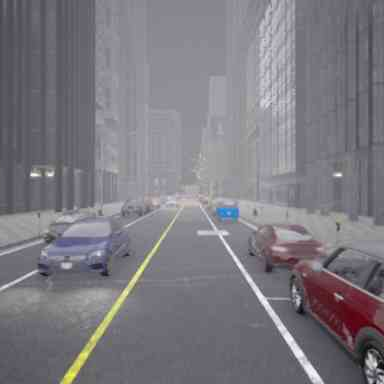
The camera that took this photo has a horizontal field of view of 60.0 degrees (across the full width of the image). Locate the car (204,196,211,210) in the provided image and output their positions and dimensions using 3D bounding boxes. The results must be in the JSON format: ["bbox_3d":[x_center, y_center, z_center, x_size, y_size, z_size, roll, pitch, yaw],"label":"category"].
[{"bbox_3d":[2.858,1.683,44.662,1.752,1.417,4.829,0,0,1],"label":"car"}]

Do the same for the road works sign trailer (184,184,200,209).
[{"bbox_3d":[-0.010,0.633,49.322,2.380,3.560,2.880,0,0,0],"label":"road works sign trailer"}]

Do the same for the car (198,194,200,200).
[{"bbox_3d":[2.846,1.660,67.017,1.967,1.590,4.097,0,0,0],"label":"car"}]

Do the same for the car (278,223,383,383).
[{"bbox_3d":[2.858,1.463,4.978,1.967,1.590,4.097,0,0,0],"label":"car"}]

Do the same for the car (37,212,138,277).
[{"bbox_3d":[-3.103,1.573,10.545,1.812,1.442,4.674,0,0,0],"label":"car"}]

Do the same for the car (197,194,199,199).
[{"bbox_3d":[2.843,1.582,78.297,2.192,1.841,5.009,0,0,0],"label":"car"}]

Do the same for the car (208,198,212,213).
[{"bbox_3d":[2.854,1.655,33.349,1.752,1.417,4.829,0,0,0],"label":"car"}]

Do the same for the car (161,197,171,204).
[{"bbox_3d":[-5.681,1.808,72.669,1.947,1.339,4.313,0,0,0],"label":"car"}]

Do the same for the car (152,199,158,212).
[{"bbox_3d":[-5.674,1.460,38.839,2.192,1.841,5.009,0,0,0],"label":"car"}]

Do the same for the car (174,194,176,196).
[{"bbox_3d":[-5.684,1.733,83.948,1.967,1.590,4.097,0,0,0],"label":"car"}]

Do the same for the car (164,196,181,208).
[{"bbox_3d":[-3.084,1.700,51.503,1.812,1.442,4.674,0,0,0],"label":"car"}]

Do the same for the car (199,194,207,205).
[{"bbox_3d":[2.847,1.641,61.379,1.967,1.590,4.097,0,0,0],"label":"car"}]

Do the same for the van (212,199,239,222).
[{"bbox_3d":[2.854,1.454,27.538,1.690,1.788,3.998,0,0,0],"label":"van"}]

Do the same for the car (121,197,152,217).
[{"bbox_3d":[-5.672,1.444,33.199,2.192,1.841,5.009,0,0,0],"label":"car"}]

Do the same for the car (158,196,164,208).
[{"bbox_3d":[-5.677,1.696,49.906,1.752,1.417,4.829,0,0,1],"label":"car"}]

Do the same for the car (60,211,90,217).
[{"bbox_3d":[-5.670,1.622,16.279,2.008,1.369,4.403,0,0,0],"label":"car"}]

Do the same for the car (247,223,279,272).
[{"bbox_3d":[2.856,1.630,10.618,1.802,1.307,4.206,0,0,0],"label":"car"}]
